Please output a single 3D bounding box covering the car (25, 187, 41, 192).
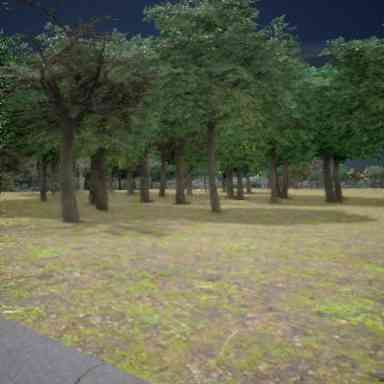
[{"bbox_3d":[-38.847,-0.501,82.267,2.128,1.511,4.902,-2,0,34],"label":"car"}]
